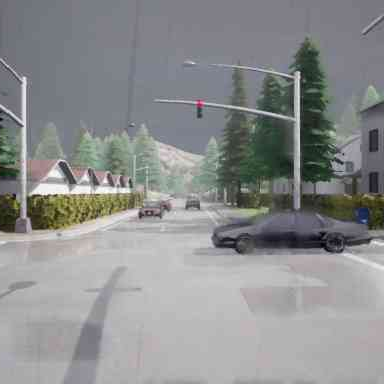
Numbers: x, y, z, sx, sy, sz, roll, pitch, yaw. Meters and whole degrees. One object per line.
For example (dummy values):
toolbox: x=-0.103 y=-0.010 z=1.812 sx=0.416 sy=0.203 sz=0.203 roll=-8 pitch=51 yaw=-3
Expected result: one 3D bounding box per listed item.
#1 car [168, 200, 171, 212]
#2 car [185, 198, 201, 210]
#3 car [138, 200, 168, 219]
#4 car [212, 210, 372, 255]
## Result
car: x=-3.491 y=1.612 z=39.343 sx=1.895 sy=1.301 sz=4.718 roll=0 pitch=0 yaw=0
car: x=0.110 y=1.517 z=43.314 sx=1.837 sy=1.490 sz=4.892 roll=0 pitch=0 yaw=0
car: x=-3.493 y=1.572 z=29.348 sx=1.994 sy=1.385 sz=4.181 roll=0 pitch=0 yaw=0
car: x=3.401 y=1.376 z=11.867 sx=5.357 sy=1.411 sz=2.033 roll=-1 pitch=0 yaw=0
